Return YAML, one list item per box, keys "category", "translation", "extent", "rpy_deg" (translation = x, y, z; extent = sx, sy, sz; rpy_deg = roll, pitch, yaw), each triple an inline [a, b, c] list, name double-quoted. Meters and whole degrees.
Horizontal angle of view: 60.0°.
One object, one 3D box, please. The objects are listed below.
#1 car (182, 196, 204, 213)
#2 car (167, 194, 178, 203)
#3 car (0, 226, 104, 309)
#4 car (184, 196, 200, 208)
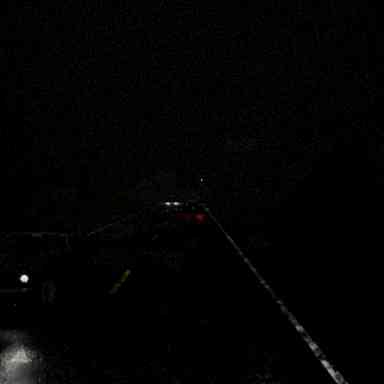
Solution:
- category: "car"
  translation: [0.086, 1.328, 34.525]
  extent: [1.812, 1.442, 4.674]
  rpy_deg: [0, 0, 0]
- category: "car"
  translation: [-3.560, 1.172, 60.556]
  extent: [1.812, 1.442, 4.674]
  rpy_deg: [0, 0, 1]
- category: "car"
  translation: [-3.605, 1.556, 7.854]
  extent: [1.895, 1.301, 4.718]
  rpy_deg: [0, 0, 0]
- category: "car"
  translation: [-0.004, 1.285, 45.458]
  extent: [2.033, 1.411, 5.357]
  rpy_deg: [0, 0, 0]
